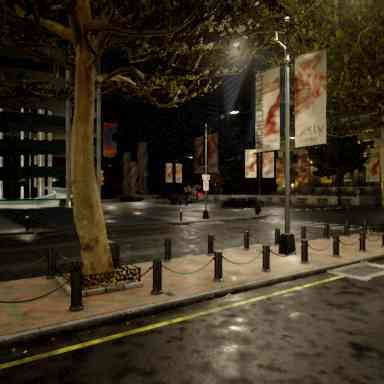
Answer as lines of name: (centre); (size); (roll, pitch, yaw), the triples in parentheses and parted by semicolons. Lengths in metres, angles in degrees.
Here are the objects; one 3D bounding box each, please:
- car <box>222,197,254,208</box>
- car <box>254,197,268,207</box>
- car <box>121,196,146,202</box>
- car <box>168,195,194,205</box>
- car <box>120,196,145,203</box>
car: (6.072, 1.563, 46.733); (1.994, 1.385, 4.181); (0, 0, -35)
car: (8.892, 1.491, 48.814); (2.128, 1.511, 4.902); (0, 0, -35)
car: (-13.017, 1.537, 73.526); (5.357, 1.411, 2.033); (0, 0, 30)
car: (-2.238, 1.355, 58.315); (2.097, 1.767, 4.553); (0, 0, -37)
car: (-12.747, 1.477, 69.284); (5.008, 1.535, 1.882); (0, 0, 33)
